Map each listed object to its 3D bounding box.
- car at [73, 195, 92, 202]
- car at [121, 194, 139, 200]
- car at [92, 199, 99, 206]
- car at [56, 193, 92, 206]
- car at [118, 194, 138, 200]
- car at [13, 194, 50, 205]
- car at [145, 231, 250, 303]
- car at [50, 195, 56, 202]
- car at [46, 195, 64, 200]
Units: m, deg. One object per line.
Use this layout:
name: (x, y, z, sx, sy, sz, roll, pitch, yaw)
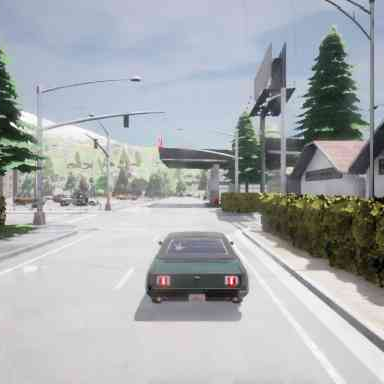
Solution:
car: (-23.992, 1.319, 73.018, 3.633, 1.501, 1.845, 0, 0, 0)
car: (-16.449, 1.339, 88.040, 4.514, 1.523, 2.007, 0, 0, 0)
car: (-16.149, 1.361, 50.647, 3.806, 1.475, 1.970, 0, 0, 0)
car: (-16.743, 1.077, 47.319, 3.866, 1.878, 1.905, 0, 0, 0)
car: (-16.380, 1.330, 84.904, 5.027, 1.636, 2.152, 0, 0, 0)
car: (-24.628, 1.097, 50.565, 4.605, 1.855, 1.932, 0, 0, 0)
car: (0.100, 1.601, 8.130, 1.895, 1.301, 4.718, 0, 0, 0)
car: (-23.982, 1.298, 63.025, 4.514, 1.523, 2.007, 0, 0, 0)
car: (-35.046, 1.384, 84.953, 3.806, 1.475, 1.970, 0, 0, 0)
